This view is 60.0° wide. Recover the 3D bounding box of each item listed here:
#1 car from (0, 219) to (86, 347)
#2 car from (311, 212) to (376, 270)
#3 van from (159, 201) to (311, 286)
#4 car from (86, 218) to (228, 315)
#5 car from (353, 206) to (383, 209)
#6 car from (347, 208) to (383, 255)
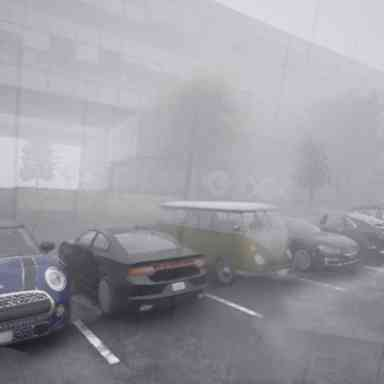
[{"bbox_3d":[-3.854,1.355,6.254,2.185,1.767,4.553,0,0,-35],"label":"car"},{"bbox_3d":[2.984,1.491,11.101,2.231,1.521,4.892,0,0,-35],"label":"car"},{"bbox_3d":[0.781,1.261,9.379,1.878,1.987,4.442,0,0,-35],"label":"van"},{"bbox_3d":[-1.660,1.483,7.775,2.097,1.535,5.008,0,0,-35],"label":"car"},{"bbox_3d":[7.554,1.370,14.313,2.185,1.767,4.553,0,0,-35],"label":"car"},{"bbox_3d":[5.266,1.493,12.713,2.231,1.521,4.892,0,0,-35],"label":"car"}]
